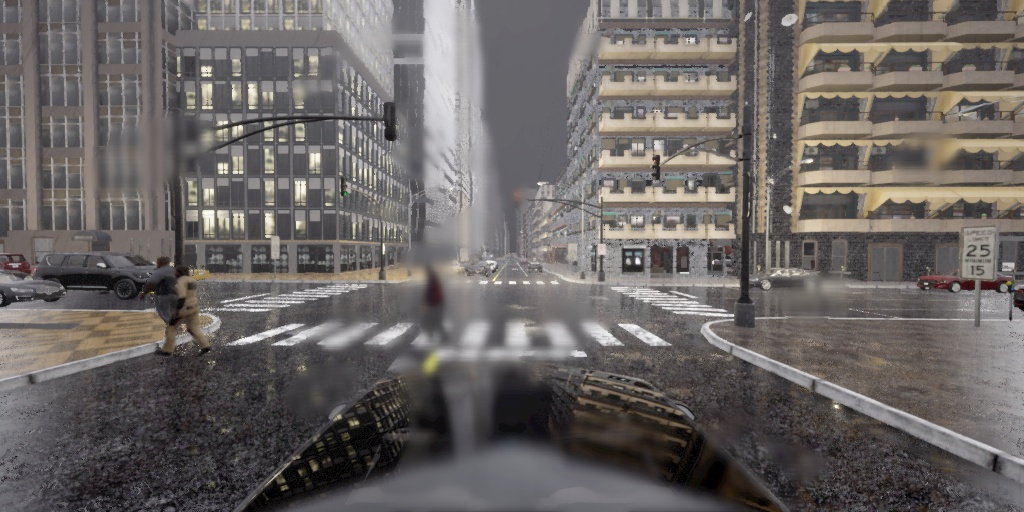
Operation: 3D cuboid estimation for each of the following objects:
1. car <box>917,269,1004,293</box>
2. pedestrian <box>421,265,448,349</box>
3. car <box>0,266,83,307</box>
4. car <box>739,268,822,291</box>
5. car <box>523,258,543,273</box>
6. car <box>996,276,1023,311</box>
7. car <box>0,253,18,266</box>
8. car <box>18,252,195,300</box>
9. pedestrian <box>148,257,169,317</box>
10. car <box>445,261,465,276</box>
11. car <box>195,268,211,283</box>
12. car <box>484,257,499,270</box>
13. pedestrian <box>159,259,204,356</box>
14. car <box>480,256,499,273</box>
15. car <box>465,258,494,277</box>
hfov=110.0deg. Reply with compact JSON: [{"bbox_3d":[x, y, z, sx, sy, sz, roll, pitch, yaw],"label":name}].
[{"bbox_3d":[27.372,1.461,21.734,4.507,1.381,1.888,0,0,1],"label":"car"},{"bbox_3d":[-1.662,1.042,7.670,0.375,1.860,0.375,-1,1,0],"label":"pedestrian"},{"bbox_3d":[-20.287,1.204,14.047,4.403,1.370,2.007,0,0,1],"label":"car"},{"bbox_3d":[16.307,1.375,21.888,4.403,1.370,2.007,0,0,1],"label":"car"},{"bbox_3d":[2.685,1.289,42.356,2.007,1.370,4.403,0,0,0],"label":"car"},{"bbox_3d":[21.715,1.576,13.432,4.313,1.339,1.948,0,0,1],"label":"car"},{"bbox_3d":[-33.616,0.712,22.583,5.009,1.841,2.192,0,0,1],"label":"car"},{"bbox_3d":[-18.484,0.848,16.567,5.566,2.045,2.150,1,1,1],"label":"car"},{"bbox_3d":[-7.938,0.892,8.266,0.375,1.860,0.375,-1,1,0],"label":"pedestrian"},{"bbox_3d":[-5.695,1.265,36.531,1.751,1.417,4.829,0,0,0],"label":"car"},{"bbox_3d":[-21.669,1.029,22.380,4.829,1.417,1.751,0,0,1],"label":"car"},{"bbox_3d":[-3.094,1.088,54.579,2.097,1.767,4.553,0,0,0],"label":"car"},{"bbox_3d":[-6.504,1.042,7.068,0.375,1.860,0.375,-1,1,0],"label":"pedestrian"},{"bbox_3d":[-3.102,0.960,44.436,2.150,2.045,5.566,0,0,0],"label":"car"},{"bbox_3d":[-3.099,1.245,34.737,1.837,1.490,4.892,0,0,0],"label":"car"}]
